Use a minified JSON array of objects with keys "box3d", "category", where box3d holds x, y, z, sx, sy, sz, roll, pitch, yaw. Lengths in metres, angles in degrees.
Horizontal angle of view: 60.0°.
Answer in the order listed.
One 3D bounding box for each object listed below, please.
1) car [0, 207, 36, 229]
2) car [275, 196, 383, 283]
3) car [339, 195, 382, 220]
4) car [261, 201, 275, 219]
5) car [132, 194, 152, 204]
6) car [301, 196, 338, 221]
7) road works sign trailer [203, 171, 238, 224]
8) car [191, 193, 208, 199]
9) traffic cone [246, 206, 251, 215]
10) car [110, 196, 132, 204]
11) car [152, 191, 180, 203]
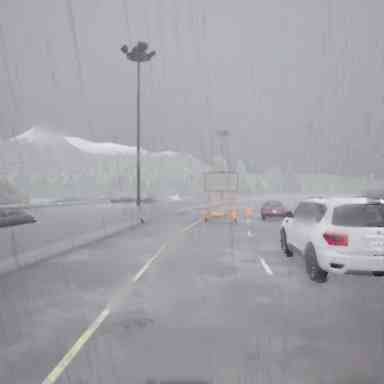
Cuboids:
[{"box3d":[-9.492,1.455,16.138,1.994,1.385,4.181,0,0,7],"category":"car"},{"box3d":[4.090,1.172,9.613,2.150,2.045,5.566,0,0,4],"category":"car"},{"box3d":[13.977,1.216,27.897,2.097,1.767,4.553,0,0,12],"category":"car"},{"box3d":[6.629,1.420,26.998,1.994,1.385,4.181,0,0,12],"category":"car"},{"box3d":[-7.350,1.152,54.591,1.882,1.535,5.008,0,0,21],"category":"car"},{"box3d":[10.179,1.215,26.903,2.097,1.767,4.553,0,0,12],"category":"car"},{"box3d":[2.136,0.331,23.810,2.380,3.560,2.880,0,0,12],"category":"road works sign trailer"},{"box3d":[1.455,1.023,57.781,2.097,1.767,4.553,0,0,23],"category":"car"},{"box3d":[5.069,1.790,30.346,0.340,0.580,0.340,0,0,12],"category":"traffic cone"},{"box3d":[-11.326,1.272,54.007,1.895,1.301,4.718,0,0,20],"category":"car"},{"box3d":[-3.872,0.905,54.020,2.150,2.045,5.566,0,0,21],"category":"car"}]
